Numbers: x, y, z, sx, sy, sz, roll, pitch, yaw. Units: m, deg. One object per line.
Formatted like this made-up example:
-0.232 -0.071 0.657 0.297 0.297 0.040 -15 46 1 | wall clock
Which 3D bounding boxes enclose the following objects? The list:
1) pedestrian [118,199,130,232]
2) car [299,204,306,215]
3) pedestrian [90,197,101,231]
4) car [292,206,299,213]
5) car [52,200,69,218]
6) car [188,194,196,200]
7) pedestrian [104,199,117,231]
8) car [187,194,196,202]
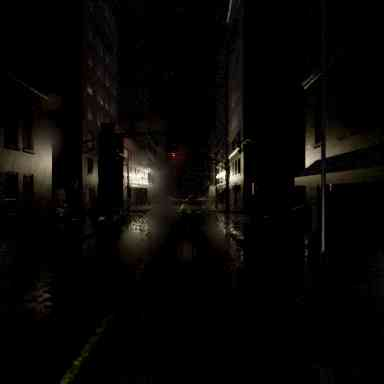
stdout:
-3.752 1.290 18.545 0.375 1.860 0.375 0 0 0 | pedestrian
13.132 1.210 30.412 5.566 2.045 2.150 0 0 1 | car
-5.217 1.138 17.945 0.375 1.860 0.375 0 0 0 | pedestrian
12.431 1.507 32.988 4.829 1.417 1.752 0 0 1 | car
-13.138 1.588 27.644 4.718 1.301 1.895 0 0 -4 | car
0.021 1.312 85.583 1.837 1.490 4.892 0 0 0 | car
-4.709 1.290 19.149 0.375 1.860 0.375 0 0 0 | pedestrian
0.020 1.464 75.580 1.812 1.442 4.674 0 0 0 | car
